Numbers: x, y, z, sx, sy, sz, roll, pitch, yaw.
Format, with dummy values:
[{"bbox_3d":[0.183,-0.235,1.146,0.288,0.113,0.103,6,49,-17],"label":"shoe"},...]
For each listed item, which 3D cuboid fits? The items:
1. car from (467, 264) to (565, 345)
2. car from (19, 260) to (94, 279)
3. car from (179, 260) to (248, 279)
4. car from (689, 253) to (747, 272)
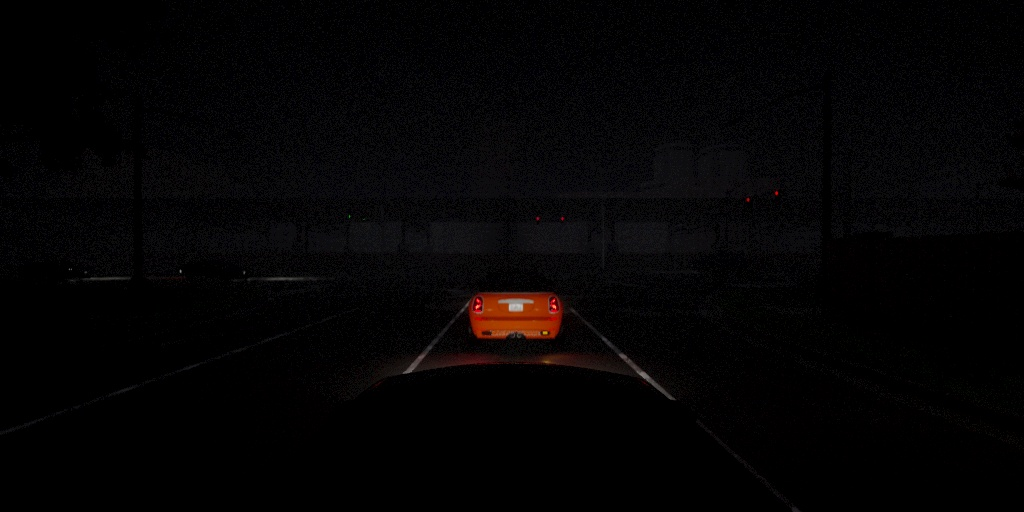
[{"bbox_3d":[0.081,1.063,9.499,2.097,1.767,4.553,0,0,0],"label":"car"},{"bbox_3d":[-37.966,1.098,29.943,4.902,1.511,2.128,0,0,2],"label":"car"},{"bbox_3d":[-24.460,1.100,29.534,4.902,1.511,2.128,0,0,1],"label":"car"},{"bbox_3d":[22.429,0.661,39.051,5.566,2.045,2.150,-1,0,1],"label":"car"}]
